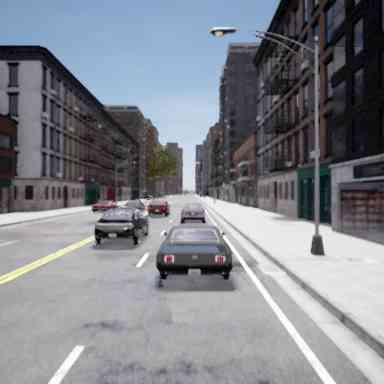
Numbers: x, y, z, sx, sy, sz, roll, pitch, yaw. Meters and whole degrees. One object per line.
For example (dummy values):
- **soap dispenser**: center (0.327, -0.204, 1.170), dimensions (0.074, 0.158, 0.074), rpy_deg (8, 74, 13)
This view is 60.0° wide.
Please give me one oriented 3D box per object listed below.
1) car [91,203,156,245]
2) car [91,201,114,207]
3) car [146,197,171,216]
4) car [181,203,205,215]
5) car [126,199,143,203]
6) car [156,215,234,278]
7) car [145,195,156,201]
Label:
- **car**: center (-3.157, 1.510, 15.661), dimensions (2.128, 1.511, 4.902), rpy_deg (0, 0, 0)
- **car**: center (-9.849, 1.657, 37.578), dimensions (1.895, 1.301, 4.718), rpy_deg (0, 0, 0)
- **car**: center (-3.156, 1.524, 32.590), dimensions (1.882, 1.535, 5.008), rpy_deg (0, 0, 0)
- **car**: center (0.083, 1.582, 25.802), dimensions (2.033, 1.411, 5.357), rpy_deg (0, 0, 0)
- **car**: center (-6.596, 1.583, 38.434), dimensions (1.812, 1.442, 4.674), rpy_deg (0, 0, 0)
- **car**: center (0.076, 1.612, 10.087), dimensions (1.895, 1.301, 4.718), rpy_deg (0, 0, 0)
- **car**: center (-9.755, 1.406, 78.377), dimensions (1.994, 1.385, 4.181), rpy_deg (0, 0, 0)
